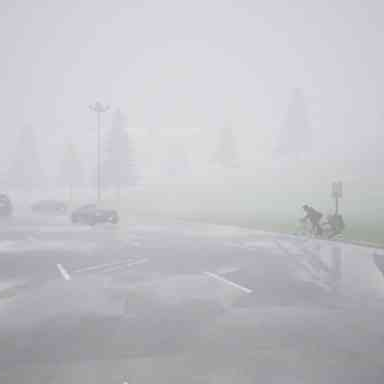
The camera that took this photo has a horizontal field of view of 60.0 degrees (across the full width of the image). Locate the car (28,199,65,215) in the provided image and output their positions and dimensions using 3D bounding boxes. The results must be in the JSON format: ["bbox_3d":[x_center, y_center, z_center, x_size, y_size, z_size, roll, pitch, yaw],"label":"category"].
[{"bbox_3d":[-14.773,1.480,34.005,4.892,1.490,1.837,-1,-1,33],"label":"car"}]

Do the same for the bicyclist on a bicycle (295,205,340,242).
[{"bbox_3d":[5.254,1.321,14.446,1.656,1.620,0.582,-13,-26,23],"label":"bicyclist on a bicycle"}]

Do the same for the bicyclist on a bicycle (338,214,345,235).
[{"bbox_3d":[6.860,1.572,15.896,1.620,1.656,0.582,-2,1,-45],"label":"bicyclist on a bicycle"}]

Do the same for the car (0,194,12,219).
[{"bbox_3d":[-17.292,1.201,27.658,5.566,2.045,2.150,0,-1,32],"label":"car"}]

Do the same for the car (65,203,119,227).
[{"bbox_3d":[-6.661,1.510,22.665,1.812,1.442,4.674,0,0,-42],"label":"car"}]
